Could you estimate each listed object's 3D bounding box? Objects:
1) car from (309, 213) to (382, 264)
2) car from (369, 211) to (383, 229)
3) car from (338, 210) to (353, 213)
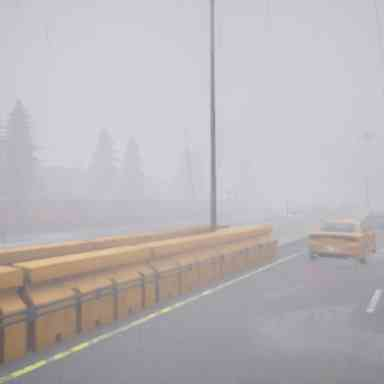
[{"bbox_3d":[6.278,1.851,13.592,1.882,1.535,5.008,-2,-2,35],"label":"car"},{"bbox_3d":[14.157,2.155,24.934,2.128,1.511,4.902,-2,-2,35],"label":"car"},{"bbox_3d":[24.443,2.935,52.895,1.837,1.490,4.892,-1,-2,31],"label":"car"}]
